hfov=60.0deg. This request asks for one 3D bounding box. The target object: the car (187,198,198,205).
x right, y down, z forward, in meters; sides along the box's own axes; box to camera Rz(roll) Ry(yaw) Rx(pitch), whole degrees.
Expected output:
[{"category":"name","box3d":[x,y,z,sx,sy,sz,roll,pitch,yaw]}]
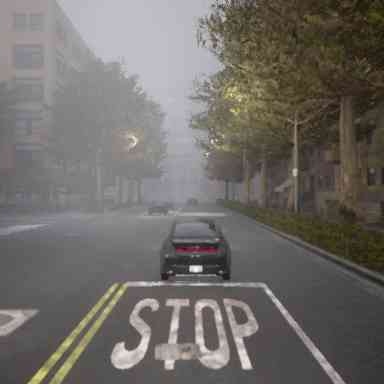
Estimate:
[{"category":"car","box3d":[0.175,1.815,65.399,1.812,1.442,4.674,0,0,3]}]

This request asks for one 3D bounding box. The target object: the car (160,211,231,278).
[{"category":"car","box3d":[0.095,1.552,10.256,1.837,1.490,4.892,0,0,0]}]

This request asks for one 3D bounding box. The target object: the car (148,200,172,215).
[{"category":"car","box3d":[-3.612,1.640,36.642,1.882,1.535,5.008,0,0,1]}]

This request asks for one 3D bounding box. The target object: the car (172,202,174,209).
[{"category":"car","box3d":[-3.583,1.808,46.800,1.895,1.301,4.718,0,0,0]}]
